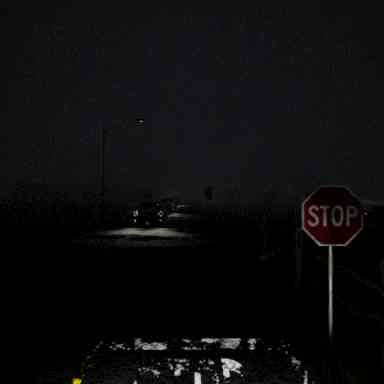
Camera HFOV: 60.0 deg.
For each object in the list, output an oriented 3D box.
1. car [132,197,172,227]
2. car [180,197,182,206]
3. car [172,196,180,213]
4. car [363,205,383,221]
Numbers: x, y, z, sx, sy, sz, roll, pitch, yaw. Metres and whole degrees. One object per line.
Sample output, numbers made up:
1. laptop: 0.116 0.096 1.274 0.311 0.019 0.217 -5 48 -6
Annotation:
1. car: -2.763 1.364 22.864 2.097 1.767 4.553 0 0 0
2. car: -2.787 1.439 57.983 2.097 1.767 4.553 0 0 0
3. car: -2.774 1.389 36.754 2.097 1.767 4.553 0 0 0
4. car: 16.425 1.847 29.601 4.674 1.442 1.812 1 -1 -21
